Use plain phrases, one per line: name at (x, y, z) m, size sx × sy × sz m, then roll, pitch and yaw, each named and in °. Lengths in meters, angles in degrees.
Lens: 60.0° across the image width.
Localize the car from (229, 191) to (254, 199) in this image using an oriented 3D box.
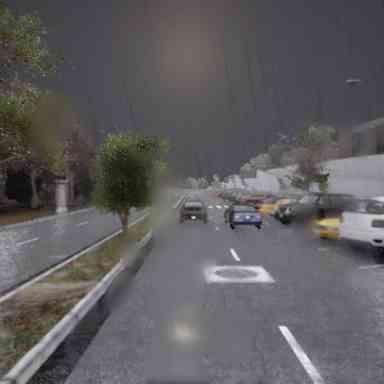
car at (8.049, 1.038, 45.303) m, size 4.792 × 1.488 × 2.163 m, roll 0°, pitch 1°, yaw -20°

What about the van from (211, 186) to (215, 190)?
van at (7.974, 0.011, 87.049) m, size 4.442 × 1.987 × 1.878 m, roll 0°, pitch 2°, yaw -20°

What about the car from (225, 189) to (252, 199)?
car at (8.048, 0.790, 51.290) m, size 4.553 × 1.767 × 2.185 m, roll 0°, pitch 1°, yaw -20°

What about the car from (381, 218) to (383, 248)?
car at (8.097, 1.492, 9.302) m, size 4.792 × 1.488 × 2.163 m, roll 1°, pitch 0°, yaw -20°

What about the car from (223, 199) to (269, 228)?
car at (3.102, 1.425, 21.087) m, size 2.033 × 1.411 × 5.357 m, roll 0°, pitch 1°, yaw 0°

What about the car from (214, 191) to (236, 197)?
car at (8.105, 0.418, 81.153) m, size 4.792 × 1.488 × 2.163 m, roll 0°, pitch 1°, yaw -20°

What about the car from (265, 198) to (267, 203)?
car at (8.077, 1.366, 24.303) m, size 4.674 × 1.452 × 2.002 m, roll 1°, pitch 1°, yaw -20°

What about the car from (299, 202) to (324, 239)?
car at (7.900, 1.419, 15.229) m, size 5.366 × 1.575 × 1.946 m, roll 1°, pitch 1°, yaw -20°

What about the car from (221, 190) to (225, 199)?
car at (8.070, 0.824, 57.266) m, size 4.892 × 1.521 × 2.231 m, roll 0°, pitch 1°, yaw -20°

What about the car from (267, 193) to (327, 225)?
car at (8.050, 1.115, 21.280) m, size 5.566 × 2.045 × 2.435 m, roll 1°, pitch 1°, yaw -20°

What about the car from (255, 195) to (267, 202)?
car at (8.245, 1.284, 27.375) m, size 5.366 × 1.575 × 1.946 m, roll 1°, pitch 1°, yaw -20°

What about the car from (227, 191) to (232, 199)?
car at (8.071, 1.002, 48.321) m, size 4.674 × 1.452 × 2.002 m, roll 0°, pitch 1°, yaw -20°

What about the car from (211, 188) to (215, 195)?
car at (7.906, 0.451, 78.084) m, size 5.366 × 1.575 × 1.946 m, roll 0°, pitch 2°, yaw -20°

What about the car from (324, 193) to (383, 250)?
car at (8.100, 1.195, 12.299) m, size 5.566 × 2.045 × 2.435 m, roll 1°, pitch 0°, yaw -20°

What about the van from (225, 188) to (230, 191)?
van at (8.187, 0.645, 54.324) m, size 4.442 × 1.987 × 1.878 m, roll 0°, pitch 1°, yaw -20°

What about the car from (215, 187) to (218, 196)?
car at (8.106, 0.432, 66.226) m, size 5.566 × 2.045 × 2.435 m, roll 0°, pitch 1°, yaw -20°

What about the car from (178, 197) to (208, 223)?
car at (0.102, 1.350, 23.788) m, size 1.837 × 1.490 × 4.892 m, roll 0°, pitch 1°, yaw 0°

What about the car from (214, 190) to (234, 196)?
car at (8.073, 0.353, 84.125) m, size 4.674 × 1.452 × 2.002 m, roll 0°, pitch 1°, yaw -20°

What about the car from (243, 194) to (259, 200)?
car at (8.048, 1.225, 33.298) m, size 4.792 × 1.488 × 2.163 m, roll 0°, pitch 1°, yaw -20°

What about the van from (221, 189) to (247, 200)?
van at (7.971, 0.504, 63.184) m, size 4.442 × 1.987 × 1.878 m, roll 0°, pitch 1°, yaw -20°

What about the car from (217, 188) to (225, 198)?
car at (8.055, 0.526, 60.231) m, size 5.566 × 2.045 × 2.435 m, roll 0°, pitch 1°, yaw -20°
